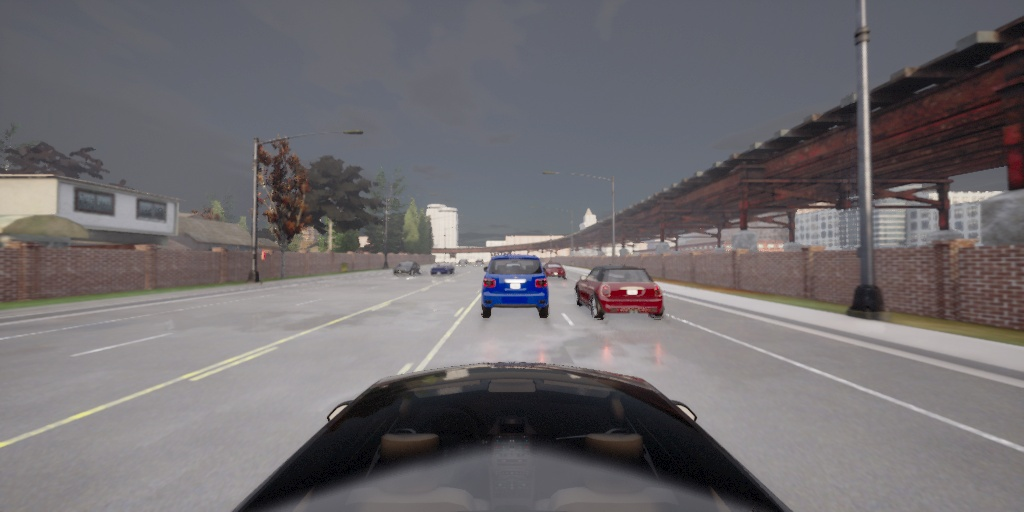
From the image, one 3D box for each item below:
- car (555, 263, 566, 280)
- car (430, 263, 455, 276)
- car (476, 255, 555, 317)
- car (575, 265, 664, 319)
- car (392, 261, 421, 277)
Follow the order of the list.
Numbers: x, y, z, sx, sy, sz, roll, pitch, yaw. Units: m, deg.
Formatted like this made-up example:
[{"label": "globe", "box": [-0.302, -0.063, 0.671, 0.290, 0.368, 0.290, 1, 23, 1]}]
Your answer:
[{"label": "car", "box": [3.603, 1.287, 31.786, 1.812, 1.442, 4.674, 0, 0, 0]}, {"label": "car", "box": [-7.090, 1.364, 36.879, 1.895, 1.301, 4.718, 0, 0, 0]}, {"label": "car", "box": [0.101, 0.976, 13.294, 2.150, 2.045, 5.566, 0, 0, 0]}, {"label": "car", "box": [3.602, 1.106, 12.874, 2.097, 1.767, 4.553, 0, 0, 0]}, {"label": "car", "box": [-10.590, 1.268, 36.401, 1.837, 1.490, 4.892, 0, 0, 0]}]
